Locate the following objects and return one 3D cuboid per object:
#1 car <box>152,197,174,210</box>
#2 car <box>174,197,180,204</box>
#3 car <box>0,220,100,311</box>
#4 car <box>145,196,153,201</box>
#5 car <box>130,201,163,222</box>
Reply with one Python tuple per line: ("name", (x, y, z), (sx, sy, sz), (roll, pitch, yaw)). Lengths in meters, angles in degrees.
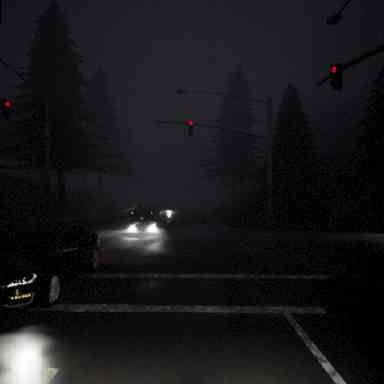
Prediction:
("car", (-3.687, 1.601, 43.654), (1.895, 1.301, 4.718), (0, 0, -1))
("car", (-4.071, 1.564, 61.705), (1.994, 1.385, 4.181), (0, 0, -39))
("car", (-3.610, 1.504, 8.009), (1.837, 1.490, 4.892), (0, 0, 0))
("car", (-8.198, 1.541, 61.212), (1.812, 1.442, 4.674), (0, 0, -44))
("car", (-3.630, 1.601, 26.282), (1.895, 1.301, 4.718), (0, 0, 0))
